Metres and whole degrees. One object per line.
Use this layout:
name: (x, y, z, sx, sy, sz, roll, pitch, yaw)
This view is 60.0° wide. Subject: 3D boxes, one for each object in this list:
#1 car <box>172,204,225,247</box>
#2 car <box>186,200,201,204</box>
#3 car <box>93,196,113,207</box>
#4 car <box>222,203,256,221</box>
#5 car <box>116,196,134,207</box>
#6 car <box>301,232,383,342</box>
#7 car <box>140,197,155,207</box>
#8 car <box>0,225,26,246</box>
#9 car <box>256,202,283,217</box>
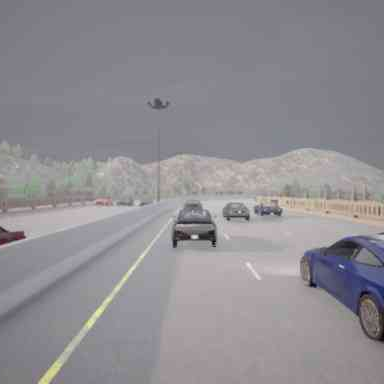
car: (0.103, 1.512, 15.199, 2.128, 1.511, 4.902, 0, 0, 0)
car: (0.108, 1.550, 33.299, 1.837, 1.490, 4.892, 0, 0, 0)
car: (-14.055, 1.423, 52.807, 2.097, 1.767, 4.553, 0, 0, 0)
car: (3.606, 1.585, 27.782, 2.033, 1.411, 5.357, 0, 0, 0)
car: (-10.556, 1.423, 52.664, 2.097, 1.767, 4.553, 0, 0, 0)
car: (3.602, 1.534, 6.347, 1.812, 1.442, 4.674, 0, 0, 0)
car: (-7.049, 1.575, 52.606, 1.837, 1.490, 4.892, 0, 0, 0)
car: (-7.098, 1.615, 10.096, 1.895, 1.301, 4.718, 0, 0, 0)
car: (7.106, 1.644, 31.742, 1.895, 1.301, 4.718, 0, 0, 0)
